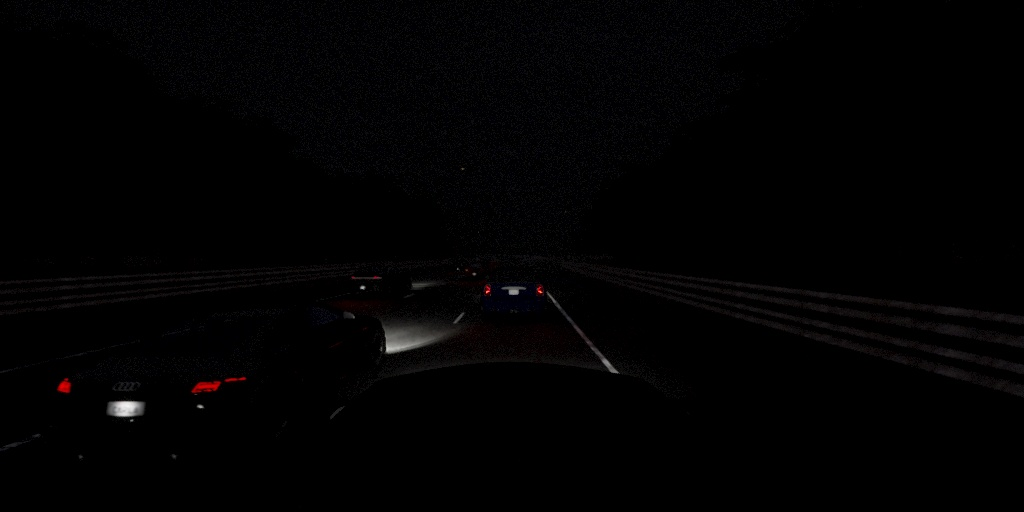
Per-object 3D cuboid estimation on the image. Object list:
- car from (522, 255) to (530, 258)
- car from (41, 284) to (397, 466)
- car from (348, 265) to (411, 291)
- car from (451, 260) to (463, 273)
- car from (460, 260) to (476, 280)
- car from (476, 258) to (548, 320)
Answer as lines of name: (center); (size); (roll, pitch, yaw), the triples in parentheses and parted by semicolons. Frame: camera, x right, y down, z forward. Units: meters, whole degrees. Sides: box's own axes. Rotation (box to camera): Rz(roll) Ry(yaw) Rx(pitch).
car: (1.926, 1.119, 62.713); (2.128, 1.511, 4.902); (0, 0, 3)
car: (-3.382, 1.310, 5.154); (1.994, 1.385, 4.181); (0, 0, 0)
car: (-6.752, 1.222, 18.786); (2.128, 1.511, 4.902); (0, 0, 1)
car: (-6.020, 1.196, 43.057); (1.837, 1.490, 4.892); (0, 0, 3)
car: (-2.933, 1.244, 30.761); (1.812, 1.442, 4.674); (0, 0, 2)
car: (0.079, 1.094, 12.814); (2.097, 1.767, 4.553); (0, 0, 1)
